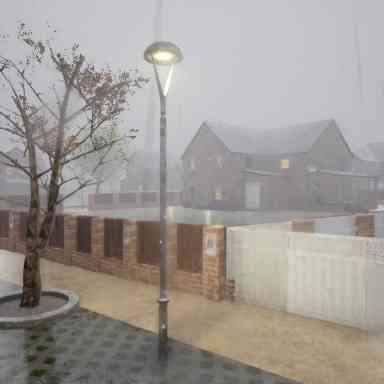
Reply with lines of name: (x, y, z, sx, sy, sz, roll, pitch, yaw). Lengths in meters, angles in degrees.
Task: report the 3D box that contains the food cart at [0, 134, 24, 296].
food cart: (-6.464, 0.464, 8.230, 4.660, 3.560, 2.280, 1, 0, 38)
